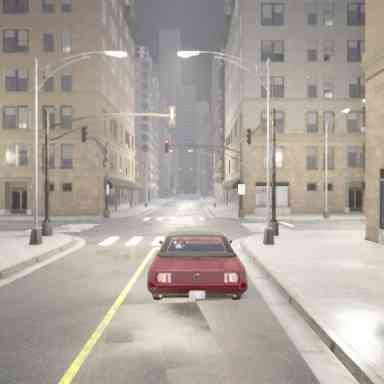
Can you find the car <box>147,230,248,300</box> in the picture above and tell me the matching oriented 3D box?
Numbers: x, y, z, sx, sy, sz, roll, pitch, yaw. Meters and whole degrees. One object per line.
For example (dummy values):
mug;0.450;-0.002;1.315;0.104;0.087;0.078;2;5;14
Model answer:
car;0.090;1.594;8.304;1.895;1.301;4.718;0;0;0
